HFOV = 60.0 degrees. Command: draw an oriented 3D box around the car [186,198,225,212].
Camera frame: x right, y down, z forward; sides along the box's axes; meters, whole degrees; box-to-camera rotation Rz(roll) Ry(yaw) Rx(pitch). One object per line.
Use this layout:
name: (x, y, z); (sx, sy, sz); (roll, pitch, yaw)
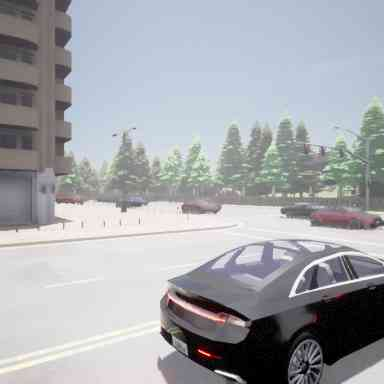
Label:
car: (1.487, 1.450, 38.258); (1.837, 1.490, 4.892); (0, 0, -35)

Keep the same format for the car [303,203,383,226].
car: (9.467, 1.542, 20.628); (1.994, 1.385, 4.181); (0, 0, -35)

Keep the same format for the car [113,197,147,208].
car: (-8.740, 1.545, 46.438); (1.895, 1.301, 4.718); (0, 0, -39)

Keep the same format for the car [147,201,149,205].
car: (-8.566, 1.470, 51.546); (1.812, 1.442, 4.674); (0, 0, -43)

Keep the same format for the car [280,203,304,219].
car: (9.496, 1.546, 26.750); (1.895, 1.301, 4.718); (0, 0, -35)

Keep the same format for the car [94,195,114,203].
car: (-17.362, 1.436, 66.636); (4.902, 1.511, 2.128); (0, 0, 25)

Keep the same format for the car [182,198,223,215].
car: (0.699, 1.470, 33.285); (1.812, 1.442, 4.674); (0, 0, -35)

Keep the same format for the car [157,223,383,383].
car: (1.847, 1.492, 5.103); (4.902, 1.511, 2.128); (0, 0, -35)

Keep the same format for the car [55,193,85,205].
car: (-20.919, 1.161, 56.954); (5.566, 2.045, 2.150); (0, 0, 26)
